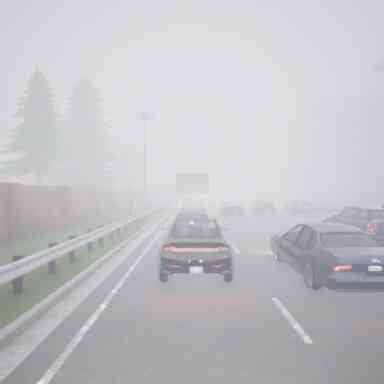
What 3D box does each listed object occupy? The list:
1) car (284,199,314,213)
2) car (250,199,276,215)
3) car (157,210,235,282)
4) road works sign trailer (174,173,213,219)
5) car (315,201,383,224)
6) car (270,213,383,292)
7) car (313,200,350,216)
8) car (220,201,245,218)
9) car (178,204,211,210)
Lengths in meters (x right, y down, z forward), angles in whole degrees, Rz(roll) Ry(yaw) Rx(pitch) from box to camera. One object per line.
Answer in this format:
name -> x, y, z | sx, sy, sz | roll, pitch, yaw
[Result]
car -> 10.565, 1.482, 33.199 | 2.128, 1.511, 4.902 | 0, 0, 0
car -> 7.065, 1.495, 33.401 | 1.837, 1.490, 4.892 | 0, 0, 0
car -> 0.091, 1.489, 9.692 | 2.128, 1.511, 4.902 | 0, 0, 0
road works sign trailer -> 0.049, 0.458, 24.024 | 2.380, 3.560, 2.880 | 0, 0, -3
car -> 7.086, 1.348, 13.714 | 2.097, 1.767, 4.553 | 0, 0, 0
car -> 3.592, 1.545, 9.039 | 2.033, 1.411, 5.357 | 0, 0, 0
car -> 14.064, 1.554, 33.775 | 1.994, 1.385, 4.181 | 0, 0, 0
car -> 3.555, 1.518, 29.696 | 1.812, 1.442, 4.674 | 0, 0, 0
car -> 0.130, 1.469, 20.105 | 1.882, 1.535, 5.008 | 0, 0, 3
